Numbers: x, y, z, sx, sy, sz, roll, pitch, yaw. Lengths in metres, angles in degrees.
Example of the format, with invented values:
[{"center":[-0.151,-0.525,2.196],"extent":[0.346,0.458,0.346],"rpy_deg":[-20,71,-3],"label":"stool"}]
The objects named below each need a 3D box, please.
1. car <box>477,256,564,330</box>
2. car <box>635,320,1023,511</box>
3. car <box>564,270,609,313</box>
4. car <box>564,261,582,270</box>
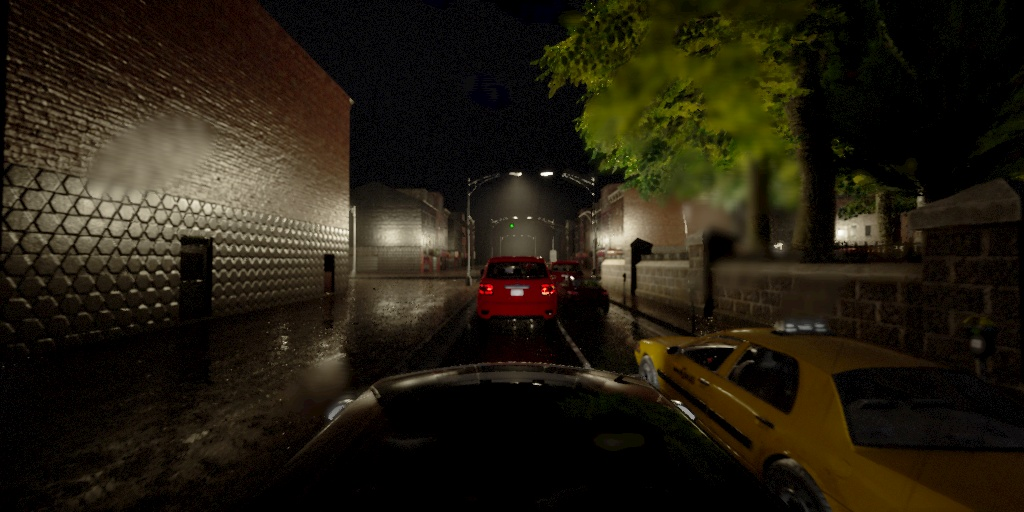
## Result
[{"center":[0.131,1.039,11.570],"extent":[2.150,2.045,5.566],"rpy_deg":[0,-1,0],"label":"car"},{"center":[2.646,1.284,3.537],"extent":[1.751,1.417,4.829],"rpy_deg":[0,0,0],"label":"car"},{"center":[2.677,1.420,14.265],"extent":[1.802,1.307,4.207],"rpy_deg":[0,0,0],"label":"car"},{"center":[2.692,1.194,19.714],"extent":[2.192,1.841,5.009],"rpy_deg":[0,0,0],"label":"car"}]
